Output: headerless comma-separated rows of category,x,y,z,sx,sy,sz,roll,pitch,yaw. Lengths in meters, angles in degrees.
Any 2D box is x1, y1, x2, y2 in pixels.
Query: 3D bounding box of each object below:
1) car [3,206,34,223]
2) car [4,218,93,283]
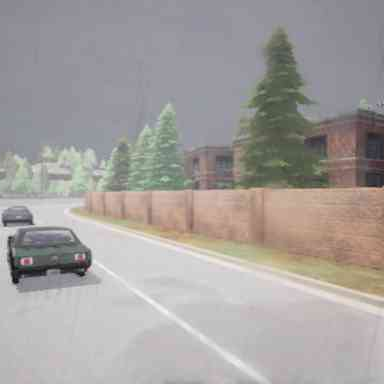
car,-13.148,1.738,25.103,1.994,1.385,4.181,1,-1,-30
car,-4.464,1.678,10.025,1.895,1.301,4.718,1,-1,-30
